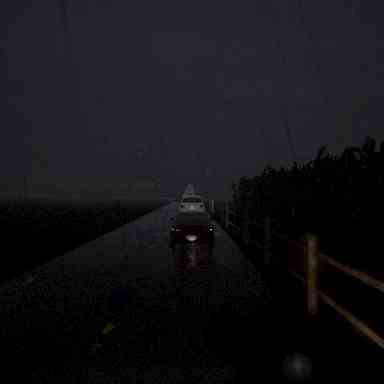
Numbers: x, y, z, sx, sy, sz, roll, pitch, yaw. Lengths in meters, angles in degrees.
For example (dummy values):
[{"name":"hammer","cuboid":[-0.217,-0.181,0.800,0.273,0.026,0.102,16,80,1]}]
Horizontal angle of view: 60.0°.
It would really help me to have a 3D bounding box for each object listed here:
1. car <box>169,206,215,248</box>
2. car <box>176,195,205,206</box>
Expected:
[{"name":"car","cuboid":[0.000,1.550,14.655,1.812,1.442,4.674,0,0,0]},{"name":"car","cuboid":[0.000,1.334,29.688,2.150,2.045,5.566,0,0,0]}]
